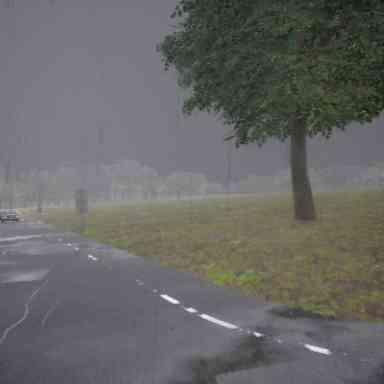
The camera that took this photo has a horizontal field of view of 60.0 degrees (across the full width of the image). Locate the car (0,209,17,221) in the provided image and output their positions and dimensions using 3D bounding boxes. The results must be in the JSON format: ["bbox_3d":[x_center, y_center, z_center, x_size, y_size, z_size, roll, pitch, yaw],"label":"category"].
[{"bbox_3d":[-25.769,3.185,46.549,1.994,1.385,4.181,-2,0,-31],"label":"car"}]

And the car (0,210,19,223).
[{"bbox_3d":[-22.227,2.988,40.645,2.033,1.411,5.357,-2,0,-31],"label":"car"}]
